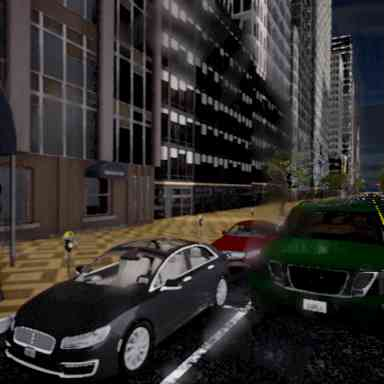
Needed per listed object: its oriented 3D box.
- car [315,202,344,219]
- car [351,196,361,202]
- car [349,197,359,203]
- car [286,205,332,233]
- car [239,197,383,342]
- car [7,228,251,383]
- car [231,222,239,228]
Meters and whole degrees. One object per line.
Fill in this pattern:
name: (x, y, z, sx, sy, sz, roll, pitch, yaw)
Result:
car: (12.701, 1.627, 30.600, 2.008, 1.369, 4.403, 0, 0, 28)
car: (42.260, 1.737, 85.692, 1.967, 1.590, 4.097, 0, 0, 28)
car: (36.885, 1.809, 75.675, 2.008, 1.369, 4.403, 0, 0, 28)
car: (7.327, 1.585, 20.584, 2.008, 1.369, 4.403, 0, 0, 28)
car: (3.018, 1.237, 7.046, 2.150, 2.045, 5.566, 1, 0, 28)
car: (-0.735, 1.523, 5.560, 2.008, 1.369, 4.403, 0, 0, 28)
car: (1.953, 1.575, 10.568, 1.802, 1.307, 4.206, 0, 0, 28)
